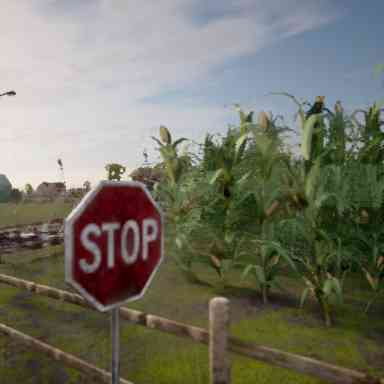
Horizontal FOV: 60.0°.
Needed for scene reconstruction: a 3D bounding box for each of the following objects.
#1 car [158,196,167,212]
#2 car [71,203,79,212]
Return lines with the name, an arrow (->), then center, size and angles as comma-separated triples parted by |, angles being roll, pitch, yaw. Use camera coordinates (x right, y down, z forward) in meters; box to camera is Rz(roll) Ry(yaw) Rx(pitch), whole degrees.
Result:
car -> -2.852, 1.172, 34.267 | 1.812, 1.442, 4.674 | 0, 1, 20
car -> -6.528, 1.042, 24.937 | 2.150, 2.045, 5.566 | 0, 1, 22
